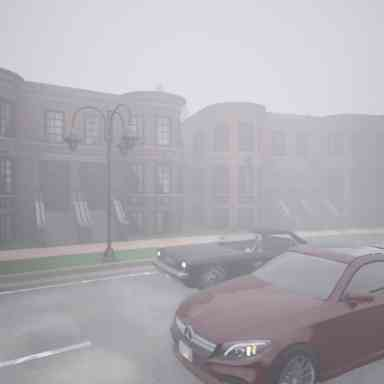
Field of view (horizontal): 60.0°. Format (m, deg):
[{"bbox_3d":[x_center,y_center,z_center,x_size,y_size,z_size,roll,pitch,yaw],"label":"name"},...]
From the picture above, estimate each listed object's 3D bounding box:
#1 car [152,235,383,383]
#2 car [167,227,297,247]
[{"bbox_3d":[1.980,1.526,4.834,4.674,1.442,1.812,0,0,-28],"label":"car"},{"bbox_3d":[1.429,1.601,8.531,4.718,1.301,1.895,0,0,-27],"label":"car"}]
